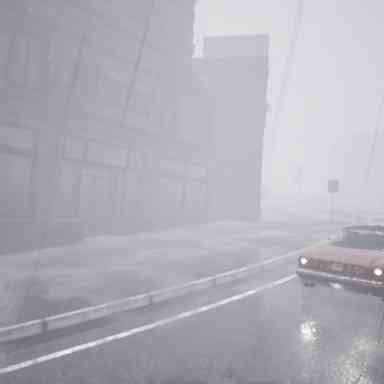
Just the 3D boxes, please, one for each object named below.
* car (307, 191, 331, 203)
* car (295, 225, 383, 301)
[{"bbox_3d":[17.761,0.633,46.823,1.812,1.442,4.674,3,2,-4],"label":"car"},{"bbox_3d":[4.406,1.553,8.264,1.895,1.301,4.718,0,1,43],"label":"car"}]
